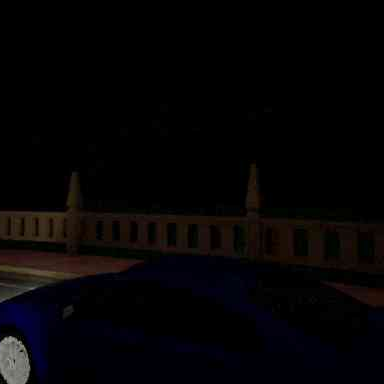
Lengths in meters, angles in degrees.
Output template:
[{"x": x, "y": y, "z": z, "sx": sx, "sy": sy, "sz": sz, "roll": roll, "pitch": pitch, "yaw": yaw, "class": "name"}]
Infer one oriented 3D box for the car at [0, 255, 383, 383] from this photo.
[{"x": -0.150, "y": 1.472, "z": 3.659, "sx": 5.008, "sy": 1.535, "sz": 1.882, "roll": 0, "pitch": 0, "yaw": 32, "class": "car"}]
